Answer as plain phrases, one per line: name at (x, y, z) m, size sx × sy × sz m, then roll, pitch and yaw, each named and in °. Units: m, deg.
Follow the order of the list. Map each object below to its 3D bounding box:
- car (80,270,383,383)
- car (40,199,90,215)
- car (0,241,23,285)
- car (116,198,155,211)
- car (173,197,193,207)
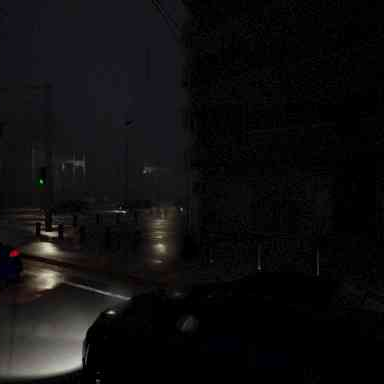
car at (0.761, 1.564, 3.448) m, size 4.181 × 1.385 × 1.994 m, roll 0°, pitch 0°, yaw 36°
car at (-12.553, 1.449, 33.120) m, size 1.837 × 1.490 × 4.892 m, roll 0°, pitch 0°, yaw 36°
car at (-6.091, 1.564, 8.317) m, size 4.181 × 1.385 × 1.994 m, roll 0°, pitch 0°, yaw 36°
car at (-6.824, 1.492, 41.052) m, size 2.033 × 1.411 × 5.357 m, roll 0°, pitch 0°, yaw 36°
car at (-0.769, 1.449, 49.409) m, size 1.837 × 1.490 × 4.892 m, roll 0°, pitch 0°, yaw 36°
